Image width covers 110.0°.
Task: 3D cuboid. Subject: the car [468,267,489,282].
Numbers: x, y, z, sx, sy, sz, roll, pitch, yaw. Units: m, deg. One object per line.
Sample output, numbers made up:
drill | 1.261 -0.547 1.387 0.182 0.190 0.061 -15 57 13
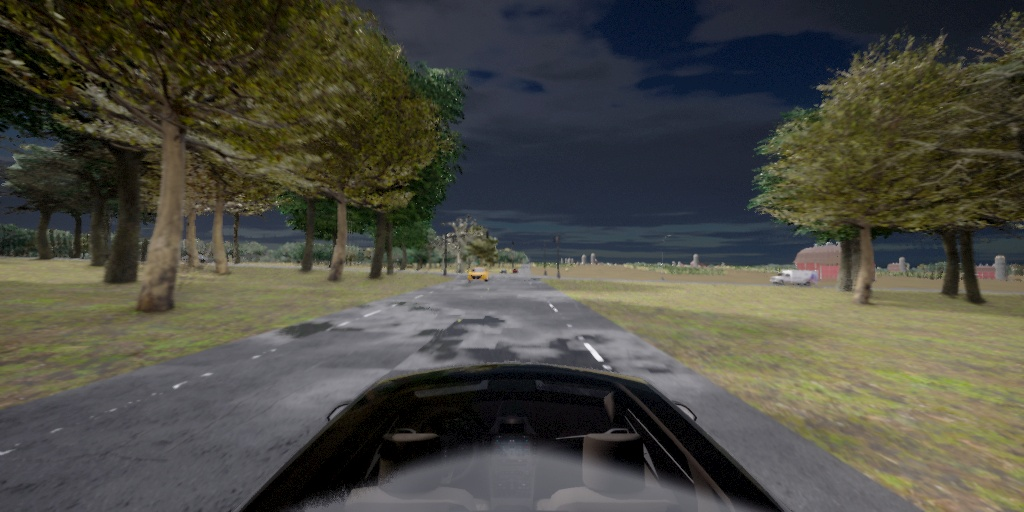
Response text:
car | -3.519 1.949 38.066 1.882 1.535 5.008 0 -2 1
